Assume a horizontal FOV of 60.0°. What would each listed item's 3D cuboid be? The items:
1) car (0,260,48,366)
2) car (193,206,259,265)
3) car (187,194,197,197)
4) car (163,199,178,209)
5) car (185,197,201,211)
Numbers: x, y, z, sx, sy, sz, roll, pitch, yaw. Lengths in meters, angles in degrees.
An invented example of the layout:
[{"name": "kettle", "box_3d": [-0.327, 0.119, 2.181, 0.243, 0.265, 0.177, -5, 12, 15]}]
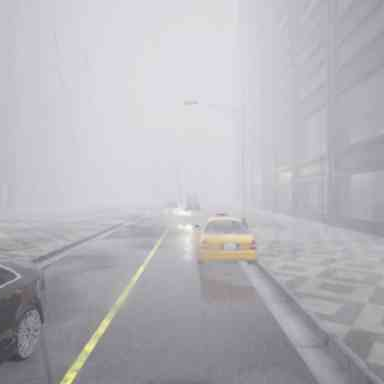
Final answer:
[{"name": "car", "box_3d": [-3.098, 1.503, 3.111, 2.128, 1.511, 4.902, 0, 0, 0]}, {"name": "car", "box_3d": [1.057, 1.498, 11.832, 1.801, 1.575, 5.366, 0, 0, 0]}, {"name": "car", "box_3d": [0.036, 1.424, 56.530, 2.150, 2.045, 5.566, 0, 0, 0]}, {"name": "car", "box_3d": [-3.041, 1.734, 47.338, 1.994, 1.385, 4.181, 0, 0, 0]}, {"name": "car", "box_3d": [0.118, 1.717, 43.272, 1.994, 1.385, 4.181, 0, -1, 0]}]
